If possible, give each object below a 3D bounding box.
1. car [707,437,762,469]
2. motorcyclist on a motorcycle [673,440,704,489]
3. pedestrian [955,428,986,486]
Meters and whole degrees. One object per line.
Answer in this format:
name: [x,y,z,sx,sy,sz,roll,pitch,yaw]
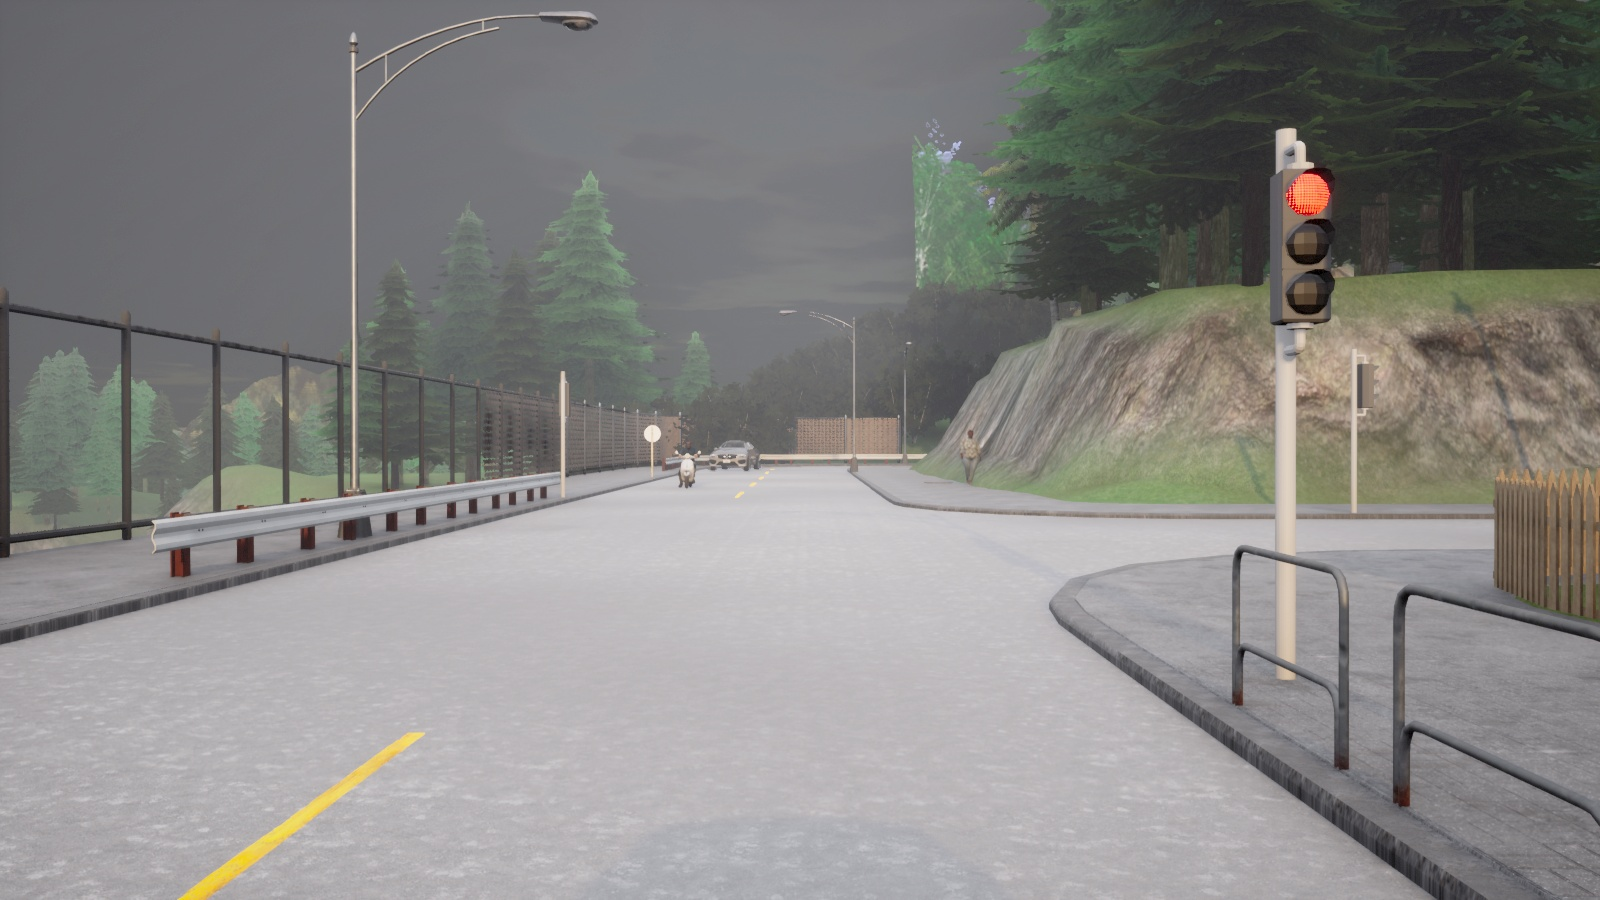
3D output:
car: [-3.530,0.137,68.320,2.152,1.651,5.027,0,0,7]
motorcyclist on a motorcycle: [-3.707,0.461,41.817,0.866,1.590,1.817,0,0,0]
pedestrian: [5.571,0.229,41.052,0.874,1.855,0.900,0,0,1]
